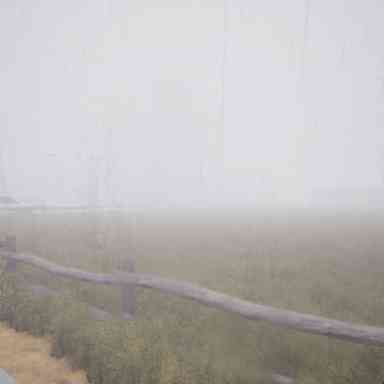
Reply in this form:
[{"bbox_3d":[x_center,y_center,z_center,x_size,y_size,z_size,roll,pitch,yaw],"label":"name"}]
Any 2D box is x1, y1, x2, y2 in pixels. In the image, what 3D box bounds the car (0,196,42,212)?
[{"bbox_3d":[-16.179,1.306,28.193,2.150,2.045,5.566,0,-1,42],"label":"car"}]
